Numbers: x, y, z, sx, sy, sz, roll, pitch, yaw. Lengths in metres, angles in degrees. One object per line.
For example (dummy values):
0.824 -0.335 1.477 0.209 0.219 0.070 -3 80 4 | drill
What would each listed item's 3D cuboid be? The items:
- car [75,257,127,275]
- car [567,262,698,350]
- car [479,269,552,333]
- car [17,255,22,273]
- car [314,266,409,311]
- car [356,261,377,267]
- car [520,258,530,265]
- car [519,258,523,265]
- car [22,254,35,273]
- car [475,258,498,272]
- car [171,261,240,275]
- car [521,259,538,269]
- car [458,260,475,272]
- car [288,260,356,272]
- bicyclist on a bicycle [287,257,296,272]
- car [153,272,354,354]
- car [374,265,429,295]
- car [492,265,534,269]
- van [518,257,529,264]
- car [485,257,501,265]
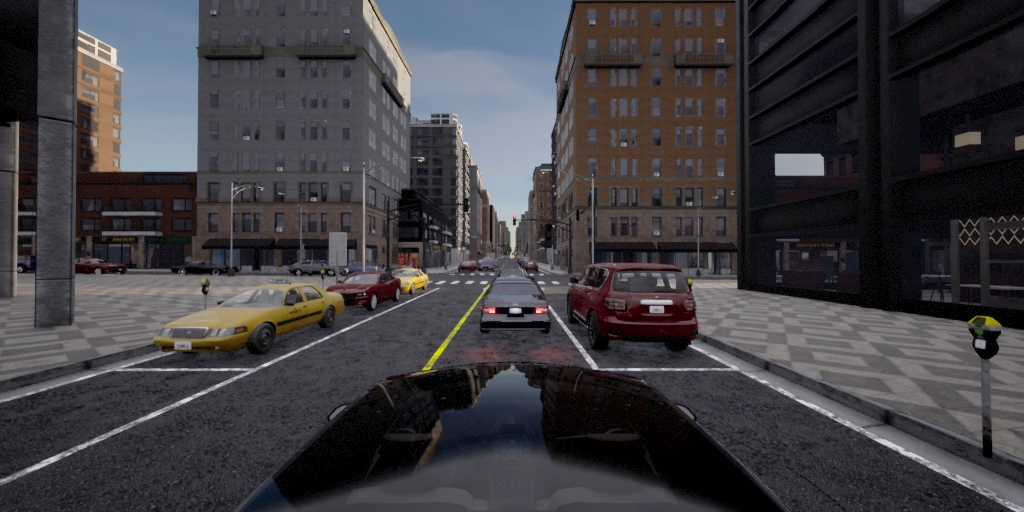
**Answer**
-36.835 0.897 31.446 5.008 1.535 1.882 1 -1 0 | car
2.649 1.066 8.986 2.192 1.841 5.009 0 0 0 | car
0.067 1.300 10.717 2.033 1.411 5.357 0 0 0 | car
-46.944 0.832 31.512 4.892 1.490 1.837 1 -1 1 | car
-5.893 1.298 14.595 1.888 1.381 4.507 0 0 0 | car
-14.623 1.196 34.109 5.357 1.411 2.033 0 -1 6 | car
2.526 1.344 52.927 1.802 1.307 4.207 0 0 0 | car
2.510 1.346 58.601 1.802 1.307 4.207 0 0 0 | car
-47.629 0.704 34.615 4.553 1.767 2.097 1 -1 1 | car
-3.223 1.325 45.804 1.994 1.385 4.181 0 0 0 | car
-26.740 1.112 31.403 4.718 1.301 1.895 1 -1 0 | car
2.542 1.343 47.254 1.802 1.307 4.207 0 0 0 | car
-5.985 1.306 47.239 1.888 1.381 4.507 0 0 0 | car
-16.843 1.092 31.371 4.902 1.511 2.128 1 -1 0 | car
-23.113 0.909 37.632 0.582 1.620 1.656 0 0 0 | bicyclist on a bicycle
-5.876 1.277 8.801 1.751 1.417 4.829 0 0 0 | car
-5.908 1.279 20.050 1.751 1.417 4.829 0 0 0 | car
0.018 1.355 20.444 1.895 1.301 4.718 0 0 0 | car
2.494 1.108 64.274 1.690 1.789 3.998 0 0 0 | van
-3.240 1.329 57.994 1.994 1.385 4.181 0 0 0 | car
